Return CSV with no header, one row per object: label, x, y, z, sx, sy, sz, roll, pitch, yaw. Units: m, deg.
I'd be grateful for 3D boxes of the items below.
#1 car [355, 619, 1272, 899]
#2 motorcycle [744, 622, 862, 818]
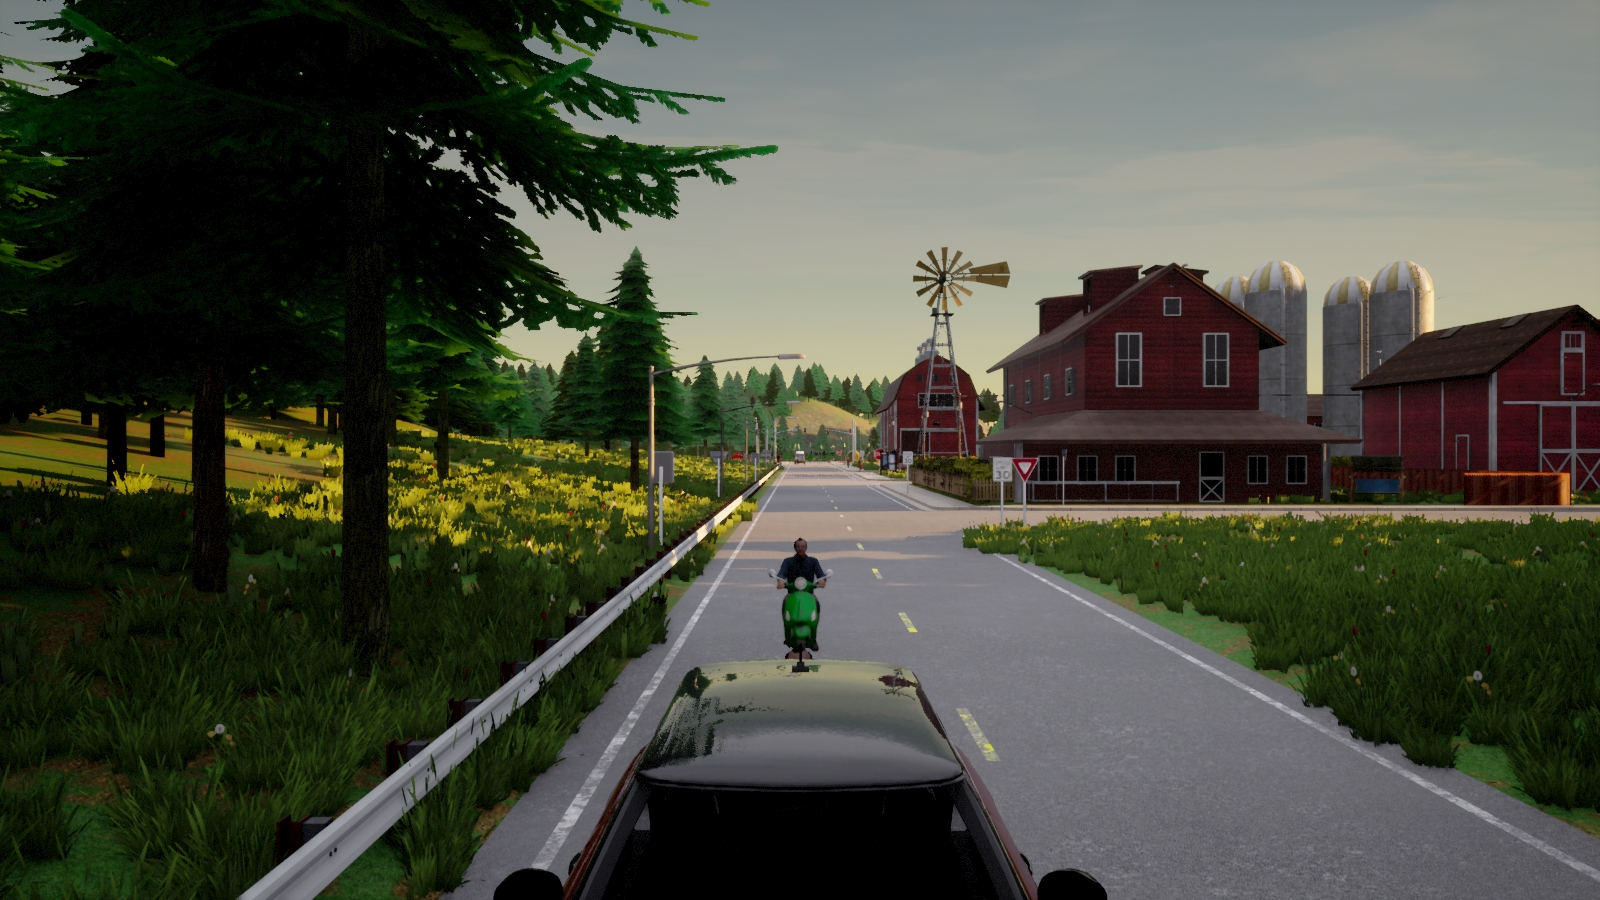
car,0.032,1.899,4.503,2.097,1.767,4.553,0,0,0
motorcycle,0.016,2.230,9.842,0.867,1.251,2.209,-2,-3,0
